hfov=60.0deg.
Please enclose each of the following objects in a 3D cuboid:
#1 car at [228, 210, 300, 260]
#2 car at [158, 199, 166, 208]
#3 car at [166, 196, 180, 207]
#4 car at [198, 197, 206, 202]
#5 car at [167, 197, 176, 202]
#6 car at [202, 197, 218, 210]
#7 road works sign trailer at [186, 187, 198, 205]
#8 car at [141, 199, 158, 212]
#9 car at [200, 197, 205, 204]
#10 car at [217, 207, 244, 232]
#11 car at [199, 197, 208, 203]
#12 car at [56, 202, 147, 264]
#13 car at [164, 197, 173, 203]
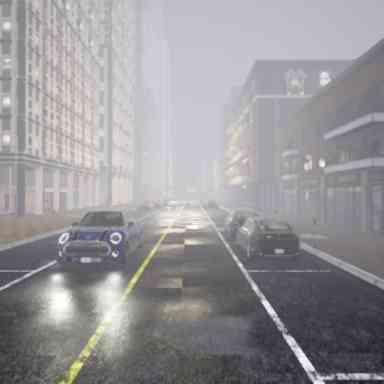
[{"bbox_3d":[2.701,1.600,12.439,2.008,1.369,4.403,0,0,0],"label":"car"},{"bbox_3d":[-5.651,1.761,51.985,1.887,1.381,4.507,0,0,0],"label":"car"},{"bbox_3d":[-3.016,1.759,55.681,1.812,1.442,4.674,0,0,1],"label":"car"},{"bbox_3d":[2.758,1.954,91.518,2.008,1.369,4.403,0,0,0],"label":"car"},{"bbox_3d":[-5.622,1.954,91.523,2.008,1.369,4.403,0,0,0],"label":"car"},{"bbox_3d":[2.726,1.773,46.330,1.802,1.307,4.206,0,0,0],"label":"car"},{"bbox_3d":[0.048,0.738,64.641,2.380,3.560,2.880,0,0,0],"label":"road works sign trailer"},{"bbox_3d":[-5.658,1.717,40.687,2.008,1.369,4.403,0,0,0],"label":"car"},{"bbox_3d":[2.730,1.656,51.979,1.967,1.590,4.097,0,0,0],"label":"car"},{"bbox_3d":[2.706,1.623,18.087,2.008,1.369,4.403,0,0,0],"label":"car"},{"bbox_3d":[2.750,1.913,80.221,1.947,1.339,4.313,0,0,0],"label":"car"},{"bbox_3d":[-3.079,1.400,11.948,2.097,1.767,4.553,0,0,0],"label":"car"},{"bbox_3d":[-5.631,1.913,80.226,1.947,1.339,4.313,0,0,0],"label":"car"}]
